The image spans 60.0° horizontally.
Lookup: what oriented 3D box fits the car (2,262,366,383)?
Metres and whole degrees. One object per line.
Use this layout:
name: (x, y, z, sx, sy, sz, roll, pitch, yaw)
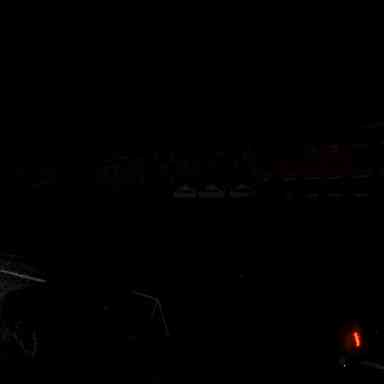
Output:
car: (-0.492, 1.643, 4.341, 4.718, 1.301, 1.895, -1, -1, 35)
